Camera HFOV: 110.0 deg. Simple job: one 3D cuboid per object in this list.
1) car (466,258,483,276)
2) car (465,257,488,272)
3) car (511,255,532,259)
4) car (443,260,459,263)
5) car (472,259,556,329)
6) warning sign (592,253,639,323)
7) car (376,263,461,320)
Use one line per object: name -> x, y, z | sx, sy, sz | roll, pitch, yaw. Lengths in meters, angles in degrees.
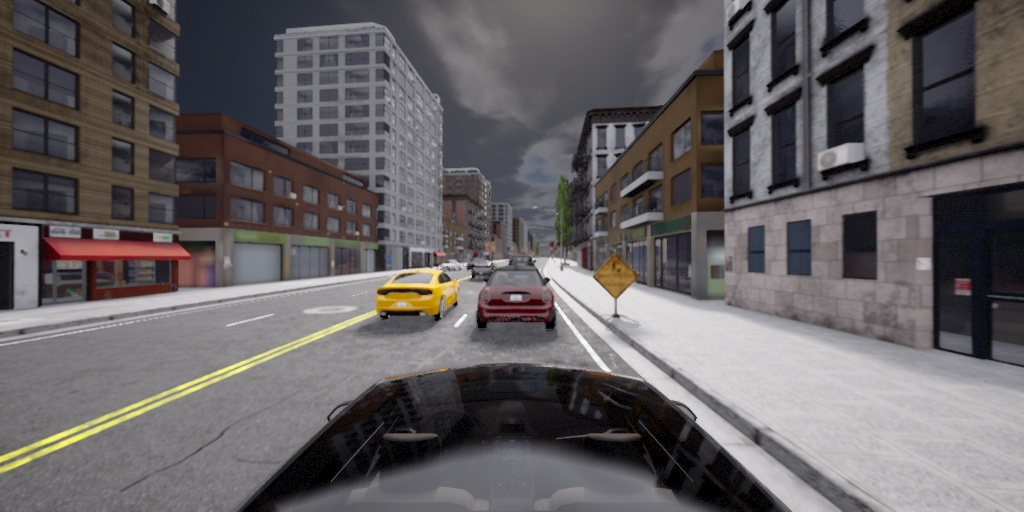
car -> -2.330, 1.192, 31.382 | 2.128, 1.511, 4.902 | 0, 0, 3
car -> -4.614, 1.052, 47.118 | 2.097, 1.767, 4.553 | 0, 0, 5
car -> 0.863, 0.920, 30.411 | 2.150, 2.045, 5.566 | 0, 0, 3
car -> -7.923, 1.229, 46.641 | 1.812, 1.442, 4.674 | 0, 0, 5
car -> 0.155, 1.077, 11.262 | 2.097, 1.767, 4.553 | 0, 0, 1
warning sign -> 2.895, 0.843, 10.008 | 1.300, 1.860, 1.060 | 0, 0, 1
car -> -3.065, 1.201, 12.610 | 1.882, 1.535, 5.008 | 0, 0, 1
